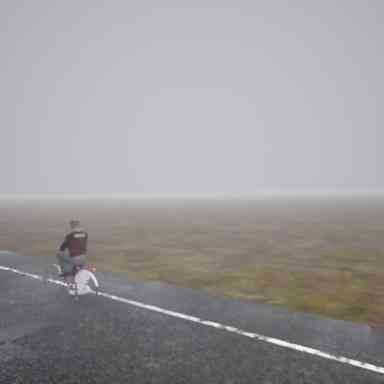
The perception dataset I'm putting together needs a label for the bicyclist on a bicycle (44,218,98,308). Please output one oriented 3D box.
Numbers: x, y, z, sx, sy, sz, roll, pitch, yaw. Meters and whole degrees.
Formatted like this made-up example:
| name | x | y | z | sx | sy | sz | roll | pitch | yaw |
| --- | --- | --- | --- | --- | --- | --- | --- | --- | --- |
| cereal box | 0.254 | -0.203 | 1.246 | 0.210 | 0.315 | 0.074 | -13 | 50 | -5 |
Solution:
| name | x | y | z | sx | sy | sz | roll | pitch | yaw |
| --- | --- | --- | --- | --- | --- | --- | --- | --- | --- |
| bicyclist on a bicycle | -2.562 | 1.420 | 6.903 | 1.843 | 1.776 | 0.659 | 0 | 0 | 36 |
